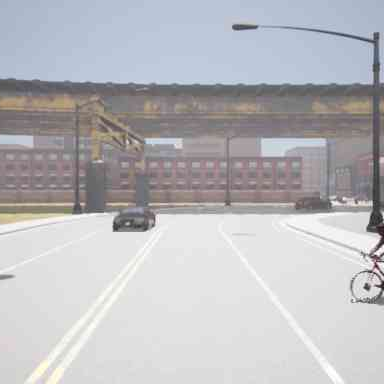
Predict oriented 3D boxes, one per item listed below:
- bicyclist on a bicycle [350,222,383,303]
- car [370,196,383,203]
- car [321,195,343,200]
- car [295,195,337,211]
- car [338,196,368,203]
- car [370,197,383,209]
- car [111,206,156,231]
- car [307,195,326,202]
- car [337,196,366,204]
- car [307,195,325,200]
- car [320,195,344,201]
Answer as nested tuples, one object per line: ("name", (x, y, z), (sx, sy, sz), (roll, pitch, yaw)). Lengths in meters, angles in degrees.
("bicyclist on a bicycle", (4.000, 1.440, 6.706), (1.656, 1.620, 0.582), (-1, 0, 0))
("car", (32.253, 1.279, 58.206), (1.853, 1.218, 4.536), (0, 0, 31))
("car", (33.635, 1.273, 79.888), (1.853, 1.218, 4.536), (0, 0, -34))
("car", (14.558, 1.341, 39.732), (4.553, 1.767, 2.097), (0, 0, -26))
("car", (29.158, 1.278, 60.366), (1.853, 1.218, 4.536), (0, 0, -29))
("car", (25.715, 1.514, 42.093), (4.674, 1.442, 1.812), (0, 0, -3))
("car", (-3.432, 1.559, 20.258), (1.994, 1.385, 4.181), (0, 0, 3))
("car", (29.600, 1.431, 79.180), (4.974, 1.542, 2.038), (0, 0, -39))
("car", (29.183, 1.436, 60.320), (2.038, 1.542, 4.974), (0, 0, -29))
("car", (29.560, 1.273, 79.147), (4.536, 1.218, 1.853), (0, 0, -39))
("car", (33.606, 1.430, 79.931), (2.038, 1.542, 4.974), (0, 0, -34))
